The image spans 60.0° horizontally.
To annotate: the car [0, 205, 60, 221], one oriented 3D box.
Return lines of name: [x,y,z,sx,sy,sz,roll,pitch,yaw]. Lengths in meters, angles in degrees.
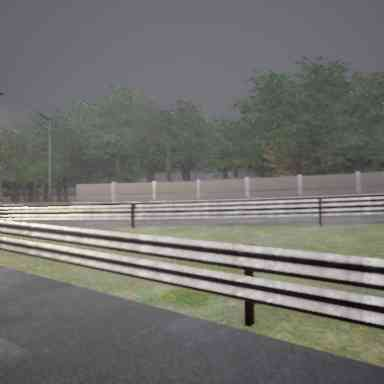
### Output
car: [-13.748,1.749,28.167,4.718,1.301,1.895,-1,-1,14]
